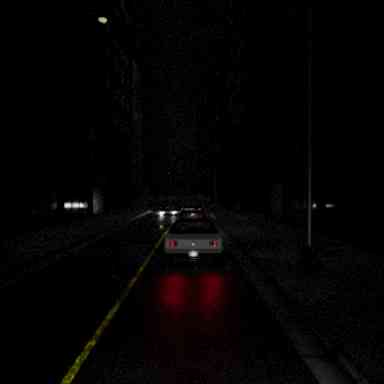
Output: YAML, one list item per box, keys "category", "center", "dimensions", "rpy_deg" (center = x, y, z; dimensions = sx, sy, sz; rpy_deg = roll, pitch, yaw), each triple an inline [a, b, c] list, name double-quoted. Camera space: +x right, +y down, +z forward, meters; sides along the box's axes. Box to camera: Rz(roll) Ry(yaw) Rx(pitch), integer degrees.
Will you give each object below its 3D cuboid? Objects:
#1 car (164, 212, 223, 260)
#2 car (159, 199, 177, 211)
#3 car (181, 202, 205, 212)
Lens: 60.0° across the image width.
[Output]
- category: "car"
  center: [0.062, 1.647, 12.579]
  dimensions: [1.895, 1.301, 4.718]
  rpy_deg: [0, 0, 0]
- category: "car"
  center: [-3.072, 1.660, 43.271]
  dimensions: [1.837, 1.490, 4.892]
  rpy_deg: [0, -1, 0]
- category: "car"
  center: [0.071, 1.599, 28.899]
  dimensions: [2.128, 1.511, 4.902]
  rpy_deg: [0, 0, 0]
